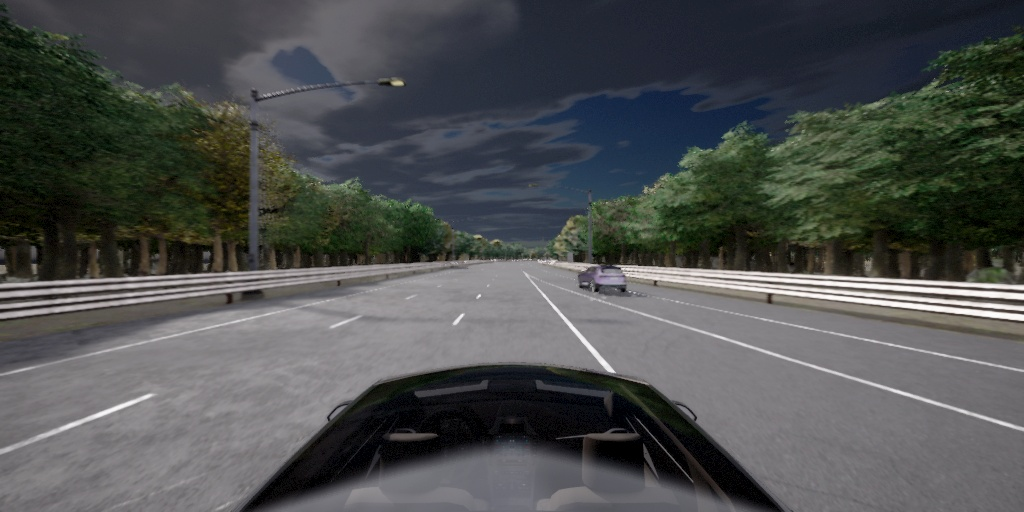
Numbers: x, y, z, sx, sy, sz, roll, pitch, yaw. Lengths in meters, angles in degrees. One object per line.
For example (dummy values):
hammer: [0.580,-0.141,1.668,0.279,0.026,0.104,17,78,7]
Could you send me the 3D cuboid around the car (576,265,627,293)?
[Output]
car: [5.447,1.348,22.143,2.033,1.649,4.856,0,0,-6]
